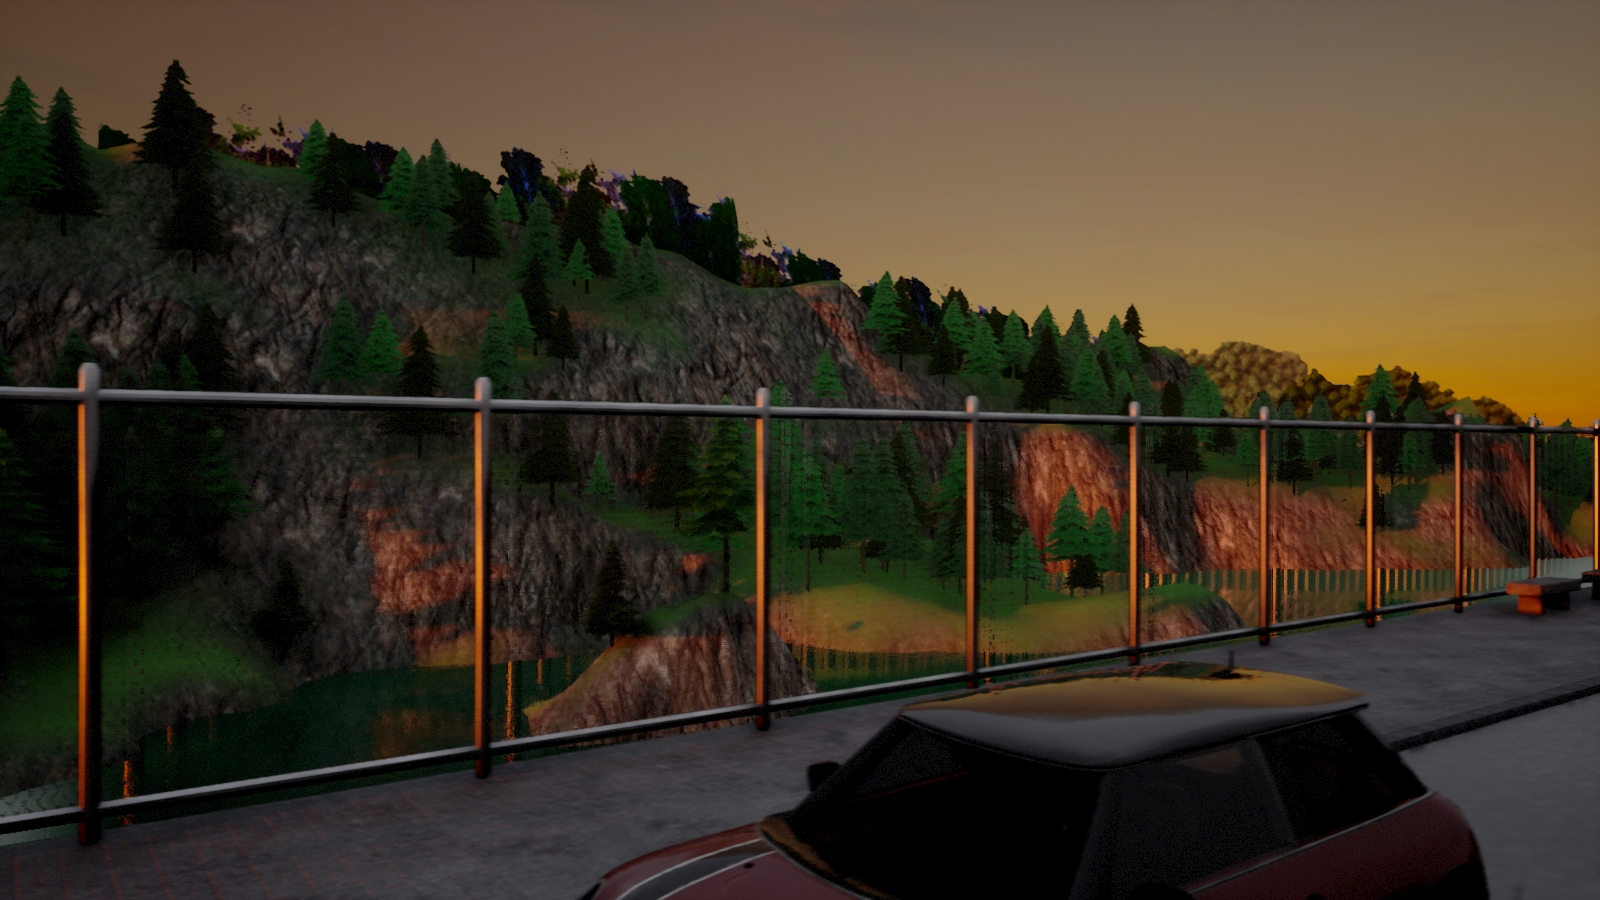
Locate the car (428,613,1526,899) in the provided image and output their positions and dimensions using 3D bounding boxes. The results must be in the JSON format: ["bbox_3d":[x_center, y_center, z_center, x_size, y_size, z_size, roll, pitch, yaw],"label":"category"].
[{"bbox_3d":[0.994,1.905,4.978,4.553,1.767,2.097,0,0,-35],"label":"car"}]
